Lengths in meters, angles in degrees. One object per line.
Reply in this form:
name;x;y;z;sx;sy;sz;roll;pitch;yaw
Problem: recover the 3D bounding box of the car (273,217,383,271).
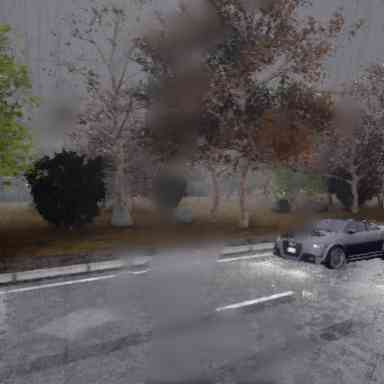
car;4.686;1.529;10.827;4.181;1.385;1.994;0;0;-30
